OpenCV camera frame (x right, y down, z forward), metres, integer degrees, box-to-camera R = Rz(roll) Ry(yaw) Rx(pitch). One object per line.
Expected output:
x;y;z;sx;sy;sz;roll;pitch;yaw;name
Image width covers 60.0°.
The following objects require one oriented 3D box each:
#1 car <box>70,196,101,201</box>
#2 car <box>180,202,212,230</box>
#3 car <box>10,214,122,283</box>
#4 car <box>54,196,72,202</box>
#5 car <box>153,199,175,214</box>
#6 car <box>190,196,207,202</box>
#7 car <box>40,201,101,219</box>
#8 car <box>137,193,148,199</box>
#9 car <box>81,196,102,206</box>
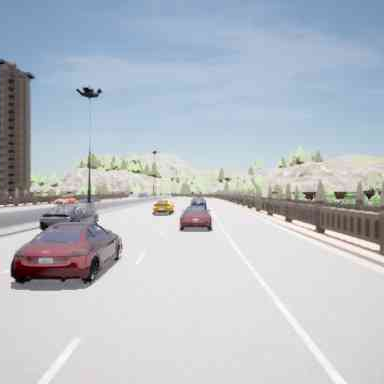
-13.353;1.567;42.070;1.994;1.385;4.181;0;0;2;car
0.268;1.565;21.184;1.994;1.385;4.181;0;0;1;car
-3.386;1.565;9.734;1.994;1.385;4.181;0;0;0;car
-20.025;1.356;52.489;2.097;1.767;4.553;0;0;2;car
-2.876;1.479;34.764;1.882;1.535;5.008;0;0;2;car
0.837;1.354;42.127;2.097;1.767;4.553;0;0;2;car
-6.786;1.493;18.805;2.128;1.511;4.902;0;0;1;car
-12.117;1.229;81.835;2.150;2.045;5.566;0;0;2;car
-16.458;1.507;54.606;1.837;1.490;4.892;0;0;2;car
